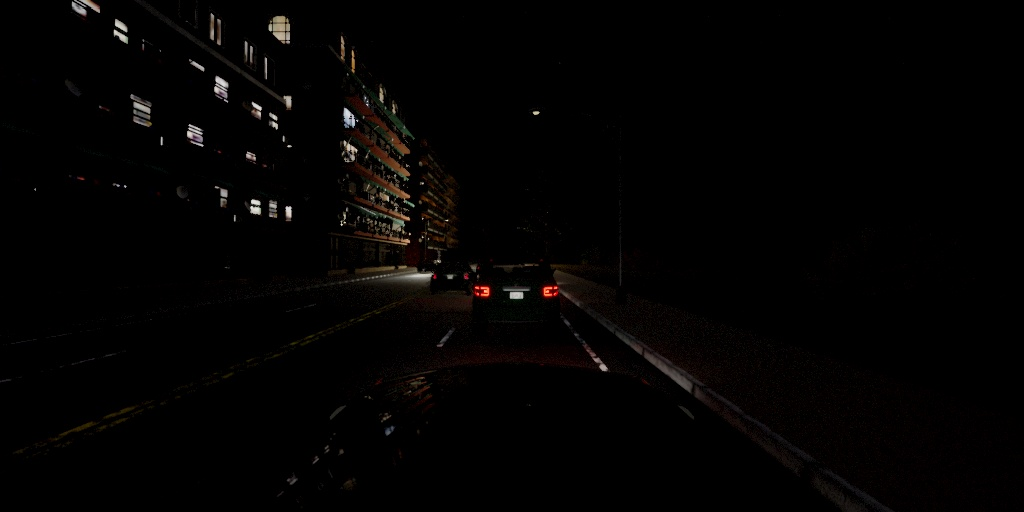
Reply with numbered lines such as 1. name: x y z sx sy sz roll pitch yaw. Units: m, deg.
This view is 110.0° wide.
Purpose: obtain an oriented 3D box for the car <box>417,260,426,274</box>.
1. car: -9.749 1.242 42.147 2.128 1.511 4.902 0 0 0

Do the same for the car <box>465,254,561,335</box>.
1. car: 0.116 0.973 10.687 2.150 2.045 5.566 0 0 0

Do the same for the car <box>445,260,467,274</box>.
1. car: -6.500 1.276 41.966 1.812 1.442 4.674 0 0 0

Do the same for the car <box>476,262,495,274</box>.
1. car: -3.052 1.351 41.751 1.895 1.301 4.718 0 0 0

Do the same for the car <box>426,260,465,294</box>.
1. car: -3.102 1.103 20.093 2.097 1.767 4.553 0 0 0
